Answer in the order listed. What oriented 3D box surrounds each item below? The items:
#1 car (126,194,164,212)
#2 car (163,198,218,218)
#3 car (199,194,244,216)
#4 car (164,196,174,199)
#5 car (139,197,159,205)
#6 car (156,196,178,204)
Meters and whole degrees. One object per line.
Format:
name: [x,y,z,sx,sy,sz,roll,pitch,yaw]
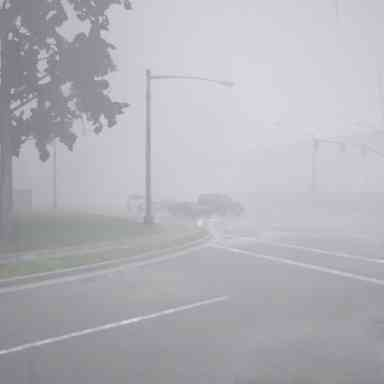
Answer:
car: [-5.864,1.218,38.856,2.150,2.045,5.566,0,0,-34]
car: [-0.269,1.543,30.483,2.033,1.411,5.357,0,0,-34]
car: [2.610,1.215,32.470,2.150,2.045,5.566,0,0,-34]
car: [-2.601,1.559,40.270,1.994,1.385,4.181,0,0,-34]
car: [-7.923,1.595,60.945,1.895,1.301,4.718,0,0,-34]
car: [-4.741,1.470,62.486,1.882,1.535,5.008,0,0,-34]
